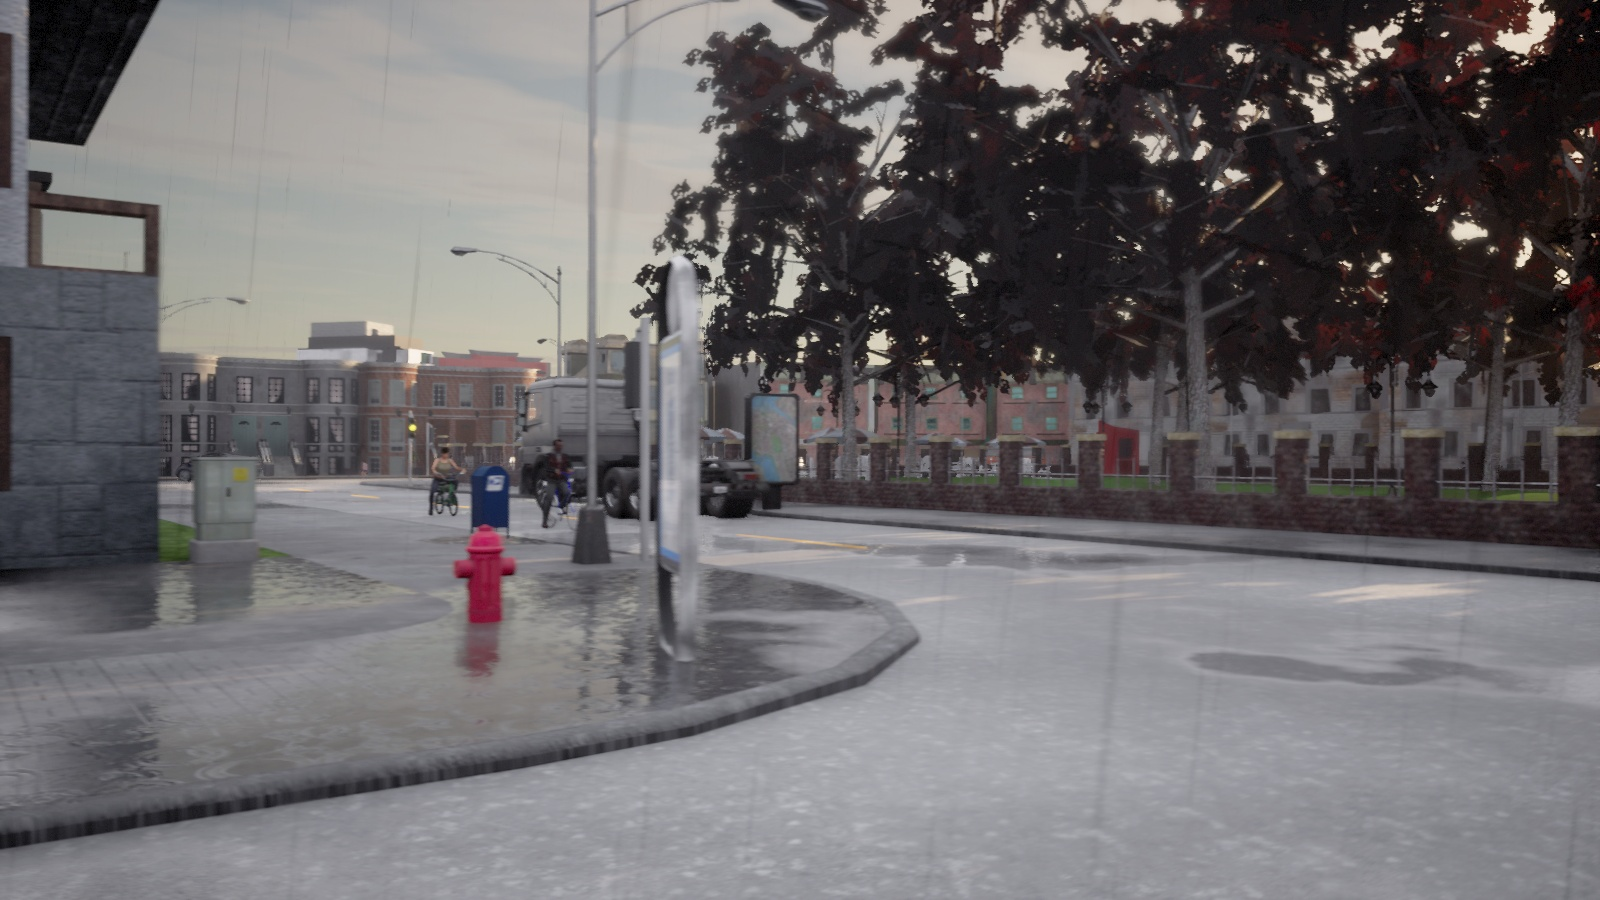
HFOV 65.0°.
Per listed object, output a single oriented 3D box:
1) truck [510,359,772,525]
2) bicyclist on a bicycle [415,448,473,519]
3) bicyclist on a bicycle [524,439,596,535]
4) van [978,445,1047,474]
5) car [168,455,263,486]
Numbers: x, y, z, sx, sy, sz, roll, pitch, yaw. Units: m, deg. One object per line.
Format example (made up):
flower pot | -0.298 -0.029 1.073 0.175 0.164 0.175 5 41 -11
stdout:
truck | -4.092 -0.154 30.350 2.891 3.462 7.936 0 0 -35
bicyclist on a bicycle | -8.373 0.771 29.480 0.866 1.612 1.509 0 0 -35
bicyclist on a bicycle | -4.635 0.684 24.131 0.659 1.776 1.843 0 0 -35
van | 14.757 0.681 87.289 4.442 1.987 1.775 0 0 35
car | -28.636 0.969 61.483 4.193 1.474 1.816 0 0 21
